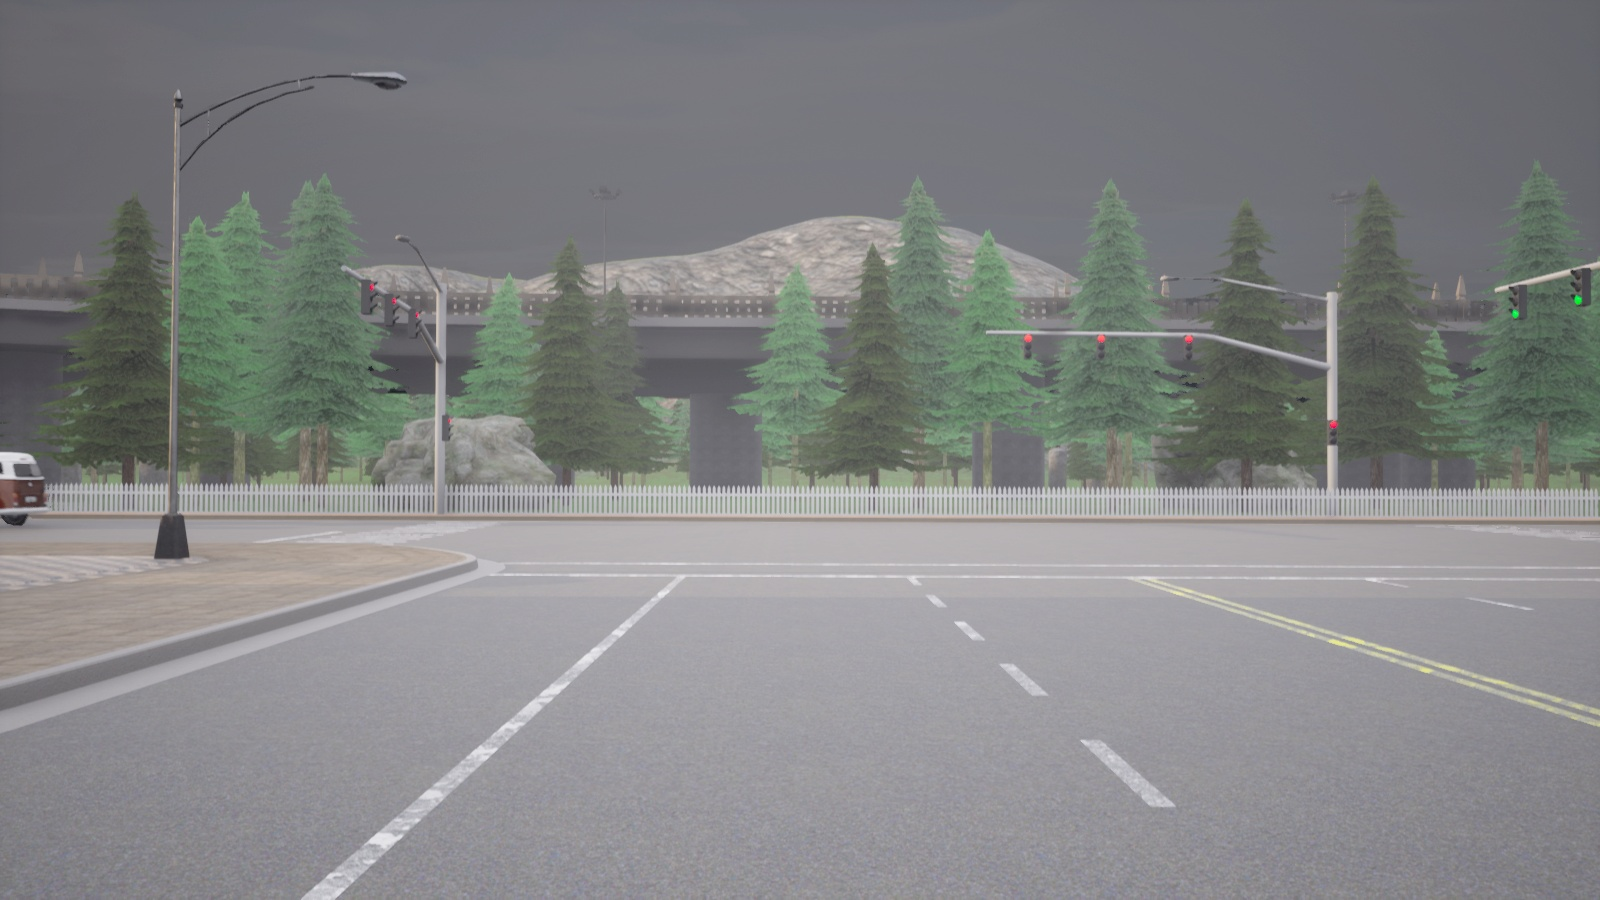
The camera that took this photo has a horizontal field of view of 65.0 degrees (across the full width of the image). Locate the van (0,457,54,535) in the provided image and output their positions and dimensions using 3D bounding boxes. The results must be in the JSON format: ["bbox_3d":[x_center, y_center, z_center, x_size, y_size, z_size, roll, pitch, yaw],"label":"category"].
[{"bbox_3d":[-23.196,1.246,34.240,4.480,2.038,2.069,0,-1,0],"label":"van"}]
